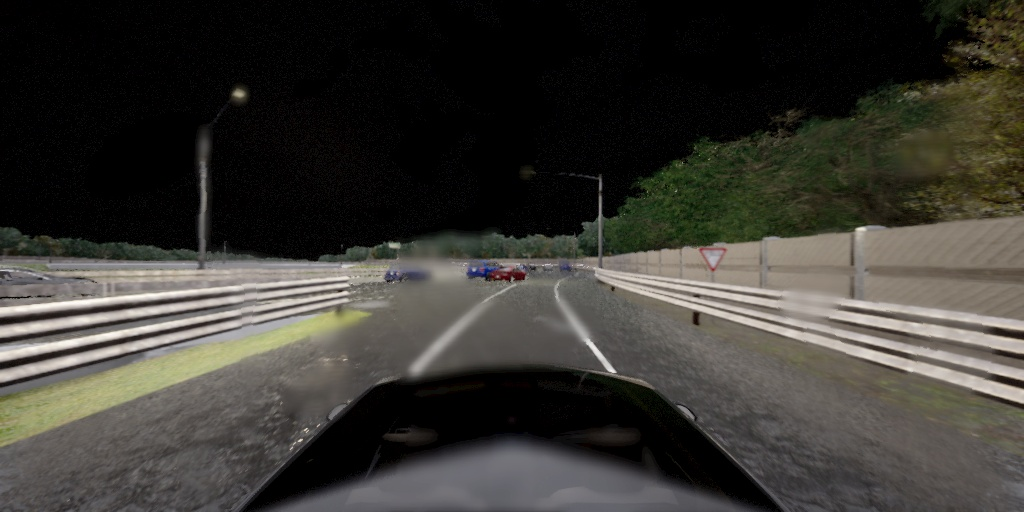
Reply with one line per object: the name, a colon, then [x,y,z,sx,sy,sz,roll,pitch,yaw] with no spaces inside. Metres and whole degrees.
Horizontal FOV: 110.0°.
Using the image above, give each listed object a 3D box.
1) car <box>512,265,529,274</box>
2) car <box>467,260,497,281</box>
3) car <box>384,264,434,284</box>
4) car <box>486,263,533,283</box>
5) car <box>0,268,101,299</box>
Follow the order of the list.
car: [1.477,2.190,58.717,1.812,1.442,4.674,0,-1,14]
car: [-2.511,1.487,36.847,2.150,2.045,5.566,0,-1,25]
car: [-9.051,1.488,31.939,2.097,1.767,4.553,0,-1,29]
car: [-0.174,1.709,33.800,1.882,1.535,5.008,0,-1,26]
car: [-21.032,1.252,15.101,2.128,1.511,4.902,0,-1,41]
